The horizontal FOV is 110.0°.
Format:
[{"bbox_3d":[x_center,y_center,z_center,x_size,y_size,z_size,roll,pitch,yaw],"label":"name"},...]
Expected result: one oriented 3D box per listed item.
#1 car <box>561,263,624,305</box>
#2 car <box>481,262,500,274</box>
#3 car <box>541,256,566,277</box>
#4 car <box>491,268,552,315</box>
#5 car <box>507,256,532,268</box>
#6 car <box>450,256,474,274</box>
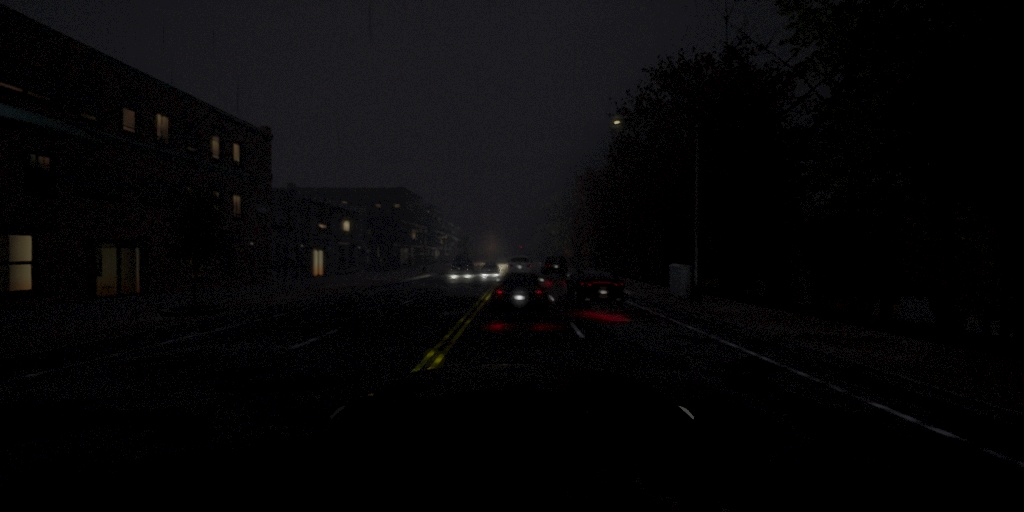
[{"bbox_3d":[3.613,1.260,16.365,1.882,1.535,5.008,0,0,1],"label":"car"},{"bbox_3d":[-2.521,1.396,42.409,1.994,1.385,4.181,0,0,1],"label":"car"},{"bbox_3d":[4.000,1.041,34.370,2.150,2.045,5.566,0,0,1],"label":"car"},{"bbox_3d":[0.299,1.339,13.735,1.994,1.385,4.181,0,0,1],"label":"car"},{"bbox_3d":[0.751,1.039,34.389,2.150,2.045,5.566,0,0,1],"label":"car"},{"bbox_3d":[-5.773,1.055,42.380,2.150,2.045,5.566,0,-1,1],"label":"car"}]
